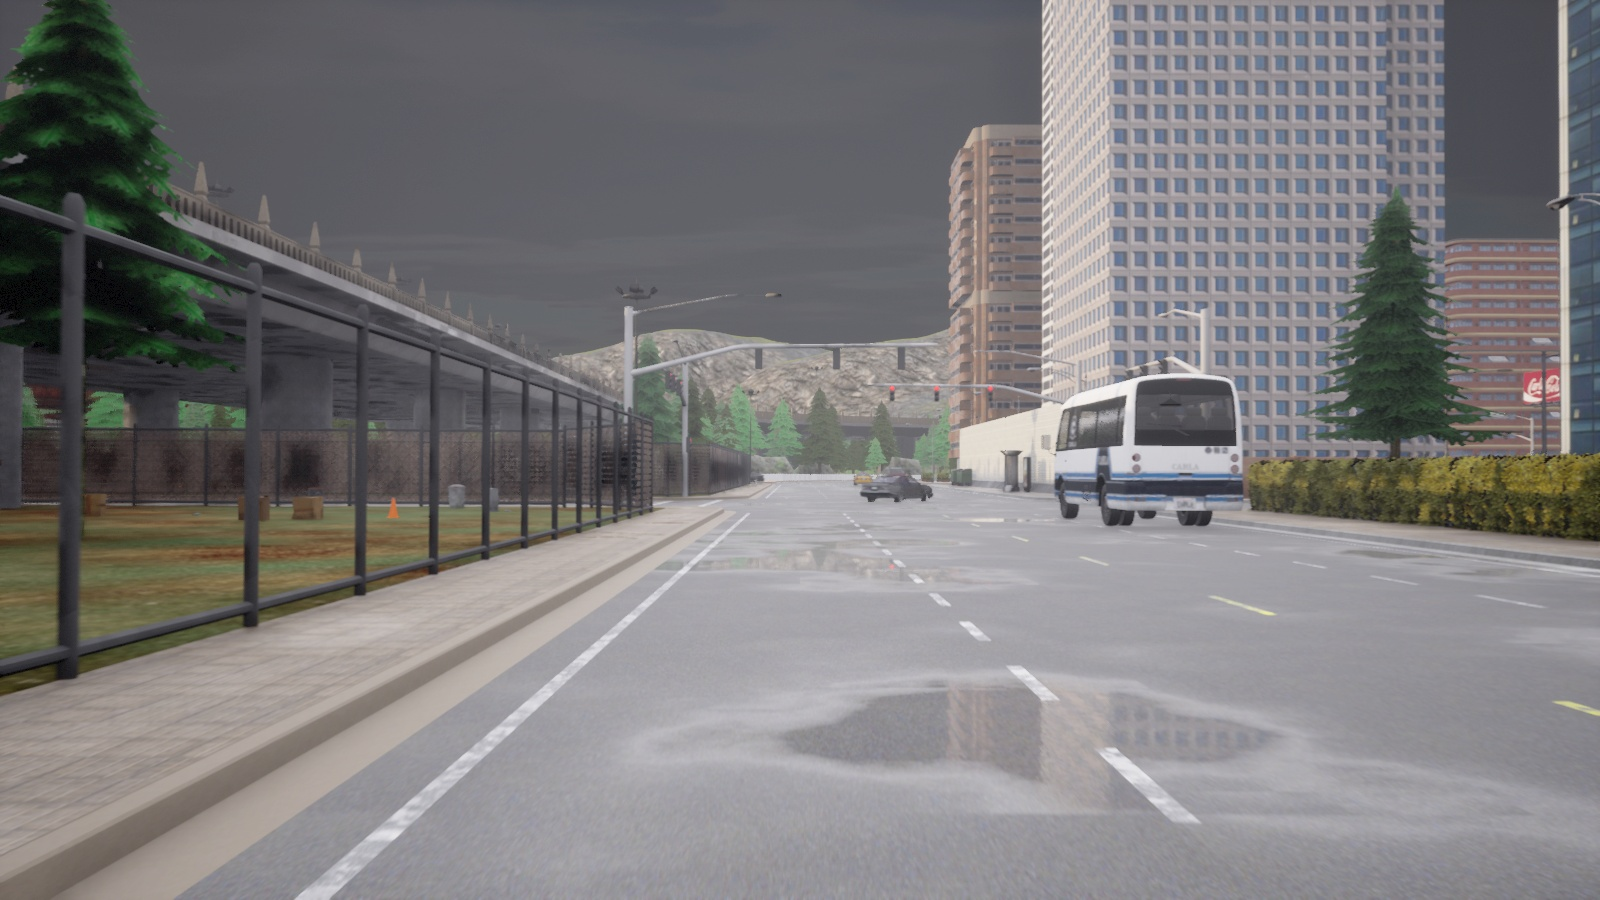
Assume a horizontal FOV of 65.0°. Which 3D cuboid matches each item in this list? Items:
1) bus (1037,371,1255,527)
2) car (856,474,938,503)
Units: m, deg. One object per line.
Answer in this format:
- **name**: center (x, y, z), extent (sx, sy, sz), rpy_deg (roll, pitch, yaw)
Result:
- **bus**: center (10.398, 0.056, 39.397), extent (3.944, 4.253, 10.273), rpy_deg (0, -1, 0)
- **car**: center (5.091, 1.959, 65.290), extent (2.033, 1.411, 5.357), rpy_deg (-1, -1, 31)
